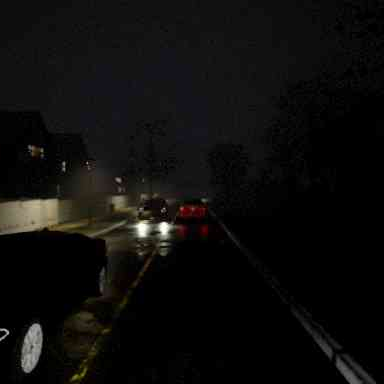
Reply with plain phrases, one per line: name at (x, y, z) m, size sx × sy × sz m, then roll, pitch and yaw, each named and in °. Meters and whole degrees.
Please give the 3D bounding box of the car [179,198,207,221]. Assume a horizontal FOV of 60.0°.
car at (0.077, 1.257, 26.164) m, size 2.097 × 1.767 × 4.553 m, roll 0°, pitch 0°, yaw 0°

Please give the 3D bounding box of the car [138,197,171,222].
car at (-2.816, 1.259, 25.638) m, size 2.097 × 1.767 × 4.553 m, roll 0°, pitch 0°, yaw 0°

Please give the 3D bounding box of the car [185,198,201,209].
car at (0.108, 1.448, 42.830) m, size 1.895 × 1.301 × 4.718 m, roll 0°, pitch 0°, yaw 0°

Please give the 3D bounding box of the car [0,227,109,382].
car at (-2.844, 1.457, 5.650) m, size 1.882 × 1.535 × 5.008 m, roll 0°, pitch 1°, yaw 0°
